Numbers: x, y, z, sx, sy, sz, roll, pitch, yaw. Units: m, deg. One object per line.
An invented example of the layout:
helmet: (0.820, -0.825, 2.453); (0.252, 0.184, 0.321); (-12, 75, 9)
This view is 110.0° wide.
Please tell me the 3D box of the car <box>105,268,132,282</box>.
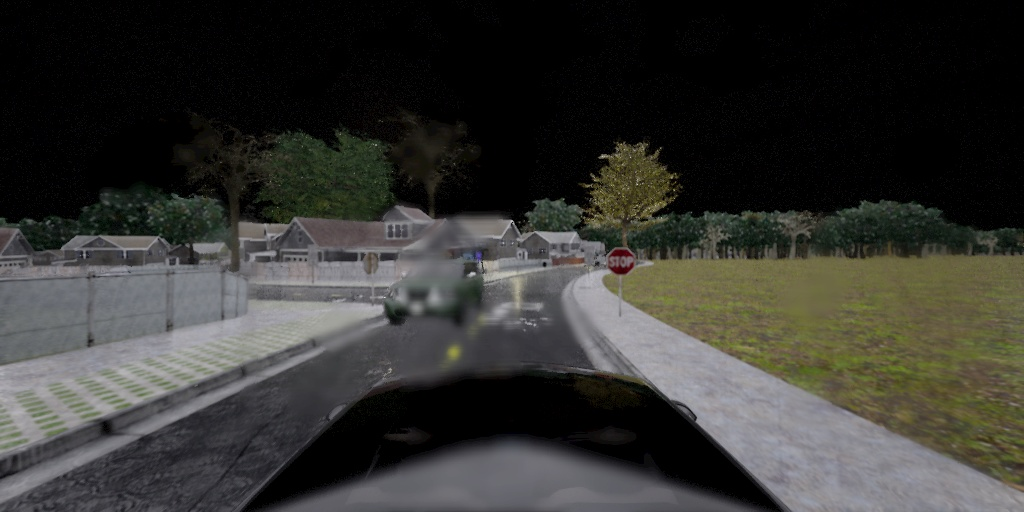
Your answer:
car: (-43.702, 2.059, 39.948); (1.812, 1.442, 4.674); (-2, 0, -45)

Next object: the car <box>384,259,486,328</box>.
car: (-2.269, 1.092, 12.176); (2.150, 2.045, 5.566); (0, -1, 5)
